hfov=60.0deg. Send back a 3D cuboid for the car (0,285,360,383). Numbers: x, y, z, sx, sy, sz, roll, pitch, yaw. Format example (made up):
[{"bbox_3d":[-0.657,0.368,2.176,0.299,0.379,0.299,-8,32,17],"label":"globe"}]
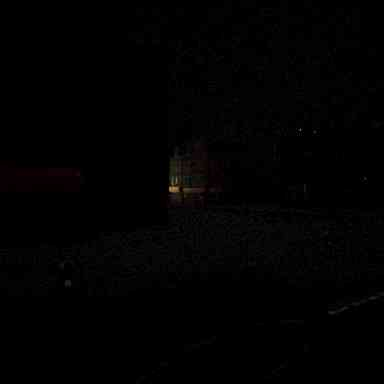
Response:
[{"bbox_3d":[-0.452,1.566,2.481,4.313,1.339,1.947,0,0,-35],"label":"car"}]
